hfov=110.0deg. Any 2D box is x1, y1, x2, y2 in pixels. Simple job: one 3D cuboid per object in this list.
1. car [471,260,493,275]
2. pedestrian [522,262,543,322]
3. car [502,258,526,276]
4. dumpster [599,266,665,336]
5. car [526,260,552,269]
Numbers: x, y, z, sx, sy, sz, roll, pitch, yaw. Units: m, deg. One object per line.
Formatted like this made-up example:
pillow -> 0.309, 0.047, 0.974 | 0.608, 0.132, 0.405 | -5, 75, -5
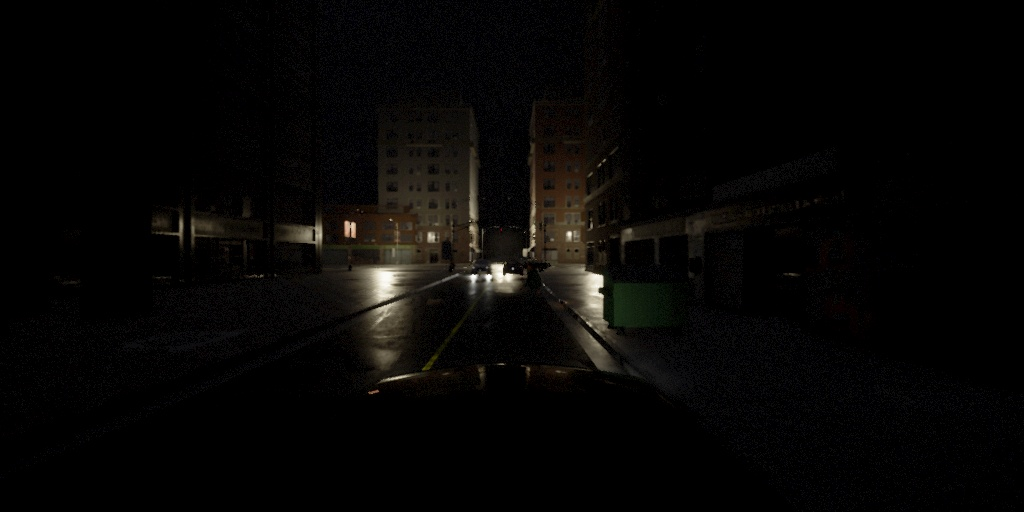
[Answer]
car -> -3.030, 1.098, 36.772 | 1.812, 1.442, 4.674 | 0, 0, 1
pedestrian -> 0.602, 0.995, 10.573 | 0.375, 1.860, 0.375 | 0, 0, -10
car -> 0.088, 1.146, 34.698 | 1.994, 1.385, 4.181 | 0, 0, 0
dumpster -> 3.135, 1.101, 9.656 | 1.020, 1.700, 1.940 | 0, 0, 0
car -> 2.962, 1.109, 46.317 | 4.718, 1.301, 1.895 | -1, 0, -39
